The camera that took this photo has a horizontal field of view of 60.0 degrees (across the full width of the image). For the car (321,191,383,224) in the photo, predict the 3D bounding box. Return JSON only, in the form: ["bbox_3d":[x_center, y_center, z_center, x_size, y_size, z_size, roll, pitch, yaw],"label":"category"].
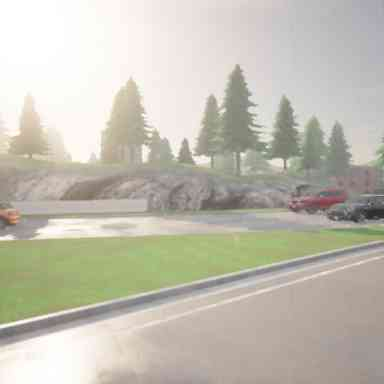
[{"bbox_3d":[10.947,0.976,21.188,4.553,1.767,2.097,-1,0,-20],"label":"car"}]

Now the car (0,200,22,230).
[{"bbox_3d":[-13.058,1.382,20.256,4.553,1.767,2.097,-1,1,-10],"label":"car"}]

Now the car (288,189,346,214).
[{"bbox_3d":[11.028,0.775,28.664,5.566,2.045,2.150,-1,1,-22],"label":"car"}]
